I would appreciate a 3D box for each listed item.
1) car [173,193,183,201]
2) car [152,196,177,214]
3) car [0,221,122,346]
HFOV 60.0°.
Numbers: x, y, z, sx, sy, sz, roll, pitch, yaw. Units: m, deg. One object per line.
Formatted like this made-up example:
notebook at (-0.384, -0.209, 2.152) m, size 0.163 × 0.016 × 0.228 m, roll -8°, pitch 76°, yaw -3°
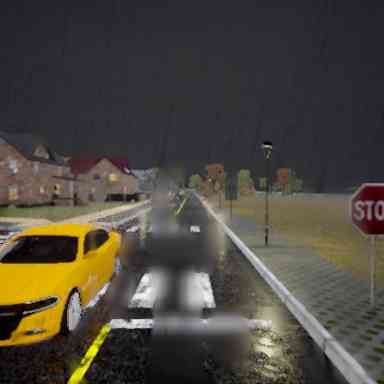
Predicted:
car at (-2.813, 1.048, 67.300) m, size 2.128 × 1.511 × 4.902 m, roll 0°, pitch 1°, yaw 0°
car at (-2.780, 1.392, 32.224) m, size 1.895 × 1.301 × 4.718 m, roll 0°, pitch 1°, yaw 0°
car at (-2.750, 1.441, 6.770) m, size 1.882 × 1.535 × 5.008 m, roll 0°, pitch 1°, yaw 0°
